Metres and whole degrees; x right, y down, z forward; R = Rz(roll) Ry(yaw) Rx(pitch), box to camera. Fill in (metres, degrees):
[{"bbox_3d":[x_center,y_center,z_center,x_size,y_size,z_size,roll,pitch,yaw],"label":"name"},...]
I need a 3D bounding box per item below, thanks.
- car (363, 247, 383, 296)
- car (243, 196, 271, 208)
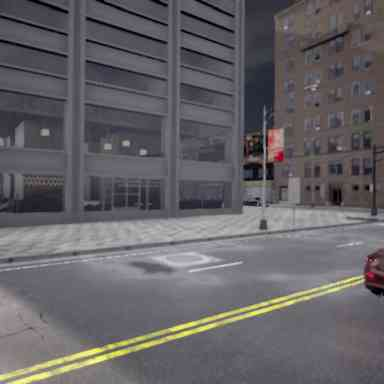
[{"bbox_3d":[5.594,1.519,7.309,4.674,1.442,1.812,0,0,-35],"label":"car"},{"bbox_3d":[8.351,1.348,44.750,1.837,1.490,4.892,1,0,-35],"label":"car"}]
